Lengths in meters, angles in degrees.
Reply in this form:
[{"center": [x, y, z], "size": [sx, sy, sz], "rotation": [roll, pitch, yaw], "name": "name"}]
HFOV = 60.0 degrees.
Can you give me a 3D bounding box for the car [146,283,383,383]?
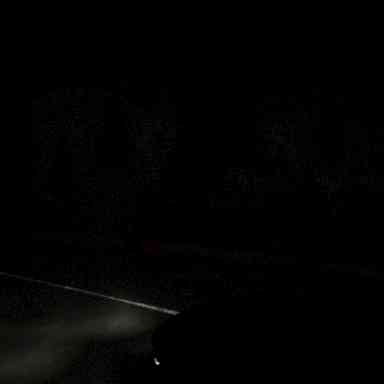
[{"center": [1.859, 1.468, 2.488], "size": [5.008, 1.535, 1.882], "rotation": [0, 0, 35], "name": "car"}]
